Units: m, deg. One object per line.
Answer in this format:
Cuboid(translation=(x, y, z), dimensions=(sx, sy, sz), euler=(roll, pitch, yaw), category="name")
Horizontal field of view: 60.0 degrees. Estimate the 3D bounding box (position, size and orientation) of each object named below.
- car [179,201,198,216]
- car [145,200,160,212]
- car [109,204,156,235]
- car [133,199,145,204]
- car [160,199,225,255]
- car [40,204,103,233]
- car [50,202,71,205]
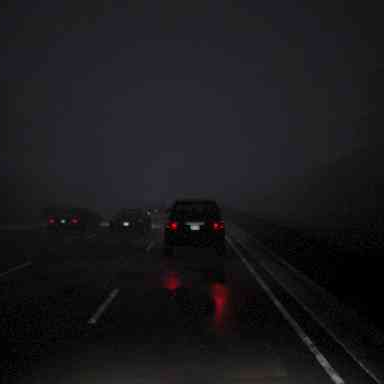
Cuboid(translation=(-0.404, 1.737, 35.930), dimensions=(1.895, 1.301, 4.718), euler=(0, 0, -2), category="car")
Cuboid(translation=(-3.993, 1.750, 38.543), dimensions=(1.895, 1.301, 4.718), euler=(0, 0, -2), category="car")
Cuboid(translation=(-3.463, 1.640, 19.308), dimensions=(1.994, 1.385, 4.181), euler=(0, 0, -1), category="car")
Cuboid(translation=(-7.987, 1.767, 52.056), dimensions=(1.994, 1.385, 4.181), euler=(0, 0, -2), category="car")
Cuboid(translation=(0.092, 1.274, 13.653), dimensions=(2.150, 2.045, 5.566), euler=(0, 0, 0), category="car")
Cuboid(translation=(-6.936, 1.630, 20.283), dimensions=(2.033, 1.411, 5.357), euler=(0, 0, -1), category="car")
Cuboid(translation=(-10.637, 1.589, 27.305), dimensions=(1.882, 1.535, 5.008), euler=(0, 0, -2), category="car")
